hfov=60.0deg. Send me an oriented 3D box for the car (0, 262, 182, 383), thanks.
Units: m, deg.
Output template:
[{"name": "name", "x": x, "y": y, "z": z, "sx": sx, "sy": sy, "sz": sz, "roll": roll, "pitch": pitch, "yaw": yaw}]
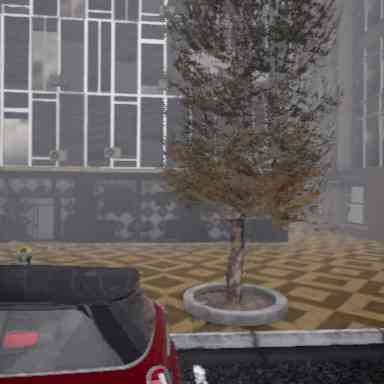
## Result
[{"name": "car", "x": -2.139, "y": 1.388, "z": 2.754, "sx": 4.097, "sy": 1.590, "sz": 1.967, "roll": 1, "pitch": 0, "yaw": -6}]
